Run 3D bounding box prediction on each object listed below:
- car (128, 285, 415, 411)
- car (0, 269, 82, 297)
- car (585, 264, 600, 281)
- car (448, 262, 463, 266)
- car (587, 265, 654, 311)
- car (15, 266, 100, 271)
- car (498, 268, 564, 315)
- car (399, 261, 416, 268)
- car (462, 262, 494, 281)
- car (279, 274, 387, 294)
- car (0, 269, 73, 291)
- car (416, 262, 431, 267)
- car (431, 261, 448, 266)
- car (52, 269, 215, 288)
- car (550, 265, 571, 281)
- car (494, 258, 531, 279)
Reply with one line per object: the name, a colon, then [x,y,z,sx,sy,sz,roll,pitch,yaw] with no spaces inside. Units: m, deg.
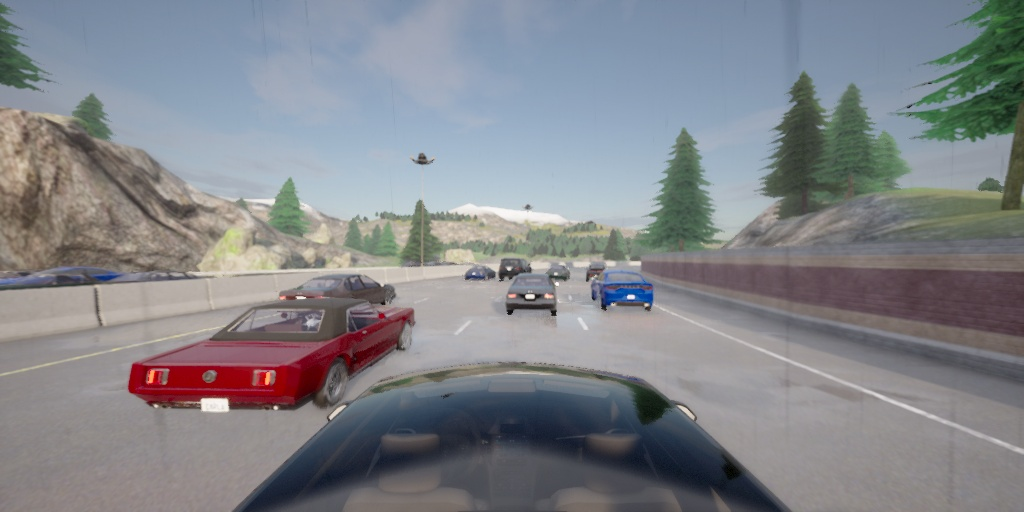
car: [-3.205,1.379,6.191,1.895,1.301,4.718,0,0,2]
car: [-26.910,1.433,19.193,1.895,1.301,4.718,0,0,7]
car: [7.819,1.502,32.982,1.837,1.490,4.892,0,0,14]
car: [-7.221,1.684,55.356,2.033,1.411,5.357,0,0,21]
car: [4.524,1.337,15.297,1.882,1.535,5.008,0,0,6]
car: [-23.409,1.314,18.840,1.882,1.535,5.008,0,0,7]
car: [0.857,1.392,14.206,2.033,1.411,5.357,0,0,6]
car: [-16.771,1.655,59.649,1.837,1.490,4.892,0,0,22]
car: [-2.867,1.545,33.451,1.994,1.385,4.181,0,0,13]
car: [-6.242,1.374,13.458,2.033,1.411,5.357,0,0,5]
car: [-20.270,1.418,15.586,1.895,1.301,4.718,0,0,6]
car: [-13.097,1.634,59.440,1.882,1.535,5.008,0,0,22]
car: [-10.337,1.647,56.916,1.837,1.490,4.892,0,0,22]
car: [-16.662,1.379,16.639,2.033,1.411,5.357,0,0,6]
car: [4.356,1.559,33.537,1.994,1.385,4.181,0,0,14]
car: [0.387,1.199,32.173,2.150,2.045,5.566,0,0,13]
